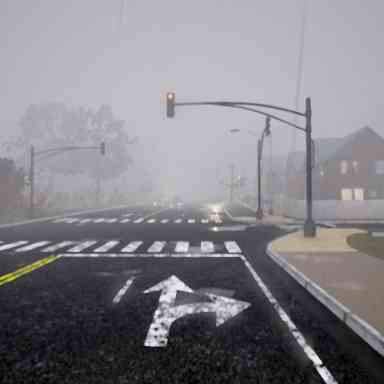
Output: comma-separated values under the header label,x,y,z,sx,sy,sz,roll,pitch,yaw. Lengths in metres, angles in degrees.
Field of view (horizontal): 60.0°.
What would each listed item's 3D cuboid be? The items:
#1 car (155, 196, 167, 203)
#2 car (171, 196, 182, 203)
label,x,y,z,sx,sy,sz,roll,pitch,yaw
car,-6.309,1.458,68.305,1.882,1.535,5.008,0,0,5
car,-3.075,1.497,67.986,1.812,1.442,4.674,0,0,5
